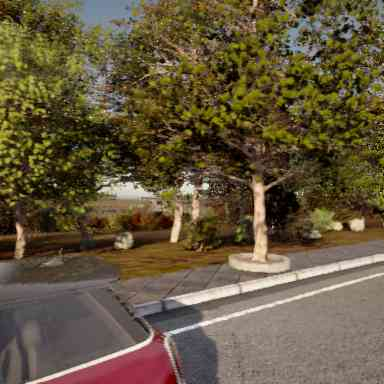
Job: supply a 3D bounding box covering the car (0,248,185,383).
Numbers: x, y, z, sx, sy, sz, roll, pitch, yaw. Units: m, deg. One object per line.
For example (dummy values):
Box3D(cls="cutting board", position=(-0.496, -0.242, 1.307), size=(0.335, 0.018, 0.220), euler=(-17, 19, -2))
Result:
Box3D(cls="car", position=(-2.255, 1.351, 1.954), size=(4.553, 1.767, 2.097), euler=(0, 0, -36))
